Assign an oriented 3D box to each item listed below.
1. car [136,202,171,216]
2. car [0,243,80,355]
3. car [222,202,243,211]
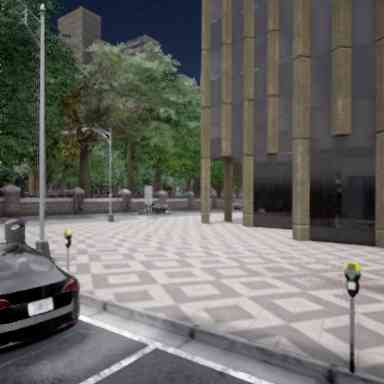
[{"bbox_3d":[-4.528,1.999,39.533,1.837,1.490,4.892,0,-1,35],"label":"car"},{"bbox_3d":[-3.679,1.532,5.588,4.313,1.339,1.947,0,0,35],"label":"car"},{"bbox_3d":[6.693,2.421,55.290,2.128,1.511,4.902,0,-1,35],"label":"car"}]
